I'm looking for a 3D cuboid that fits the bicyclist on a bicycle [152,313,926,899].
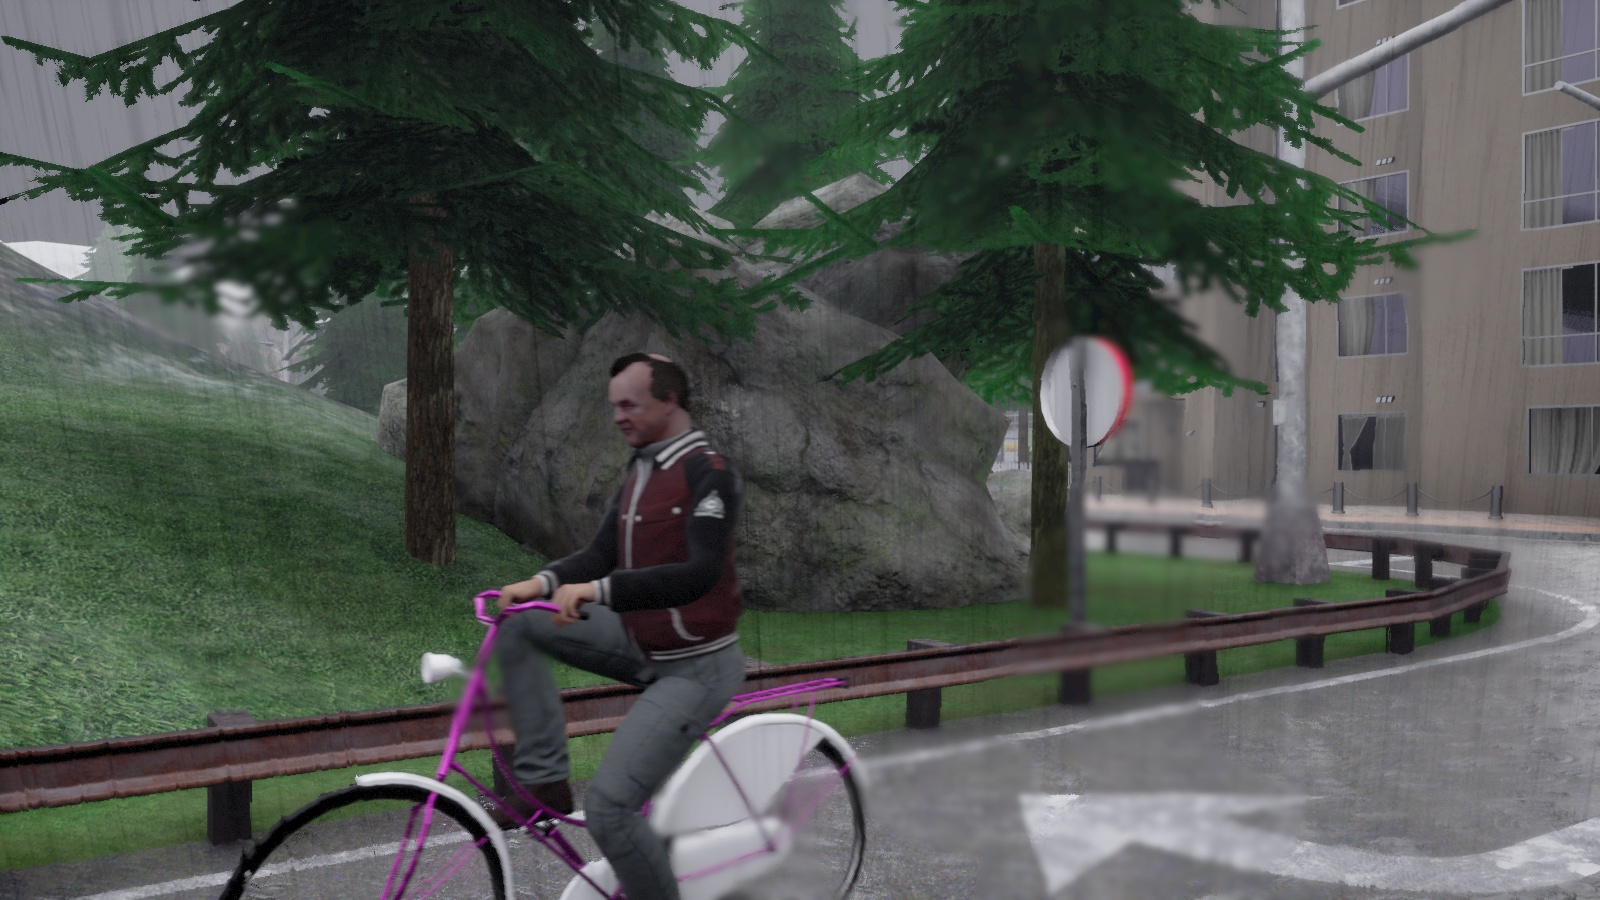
[{"bbox_3d":[-0.595,0.625,3.244,1.843,1.776,0.659,0,0,-35],"label":"bicyclist on a bicycle"}]
